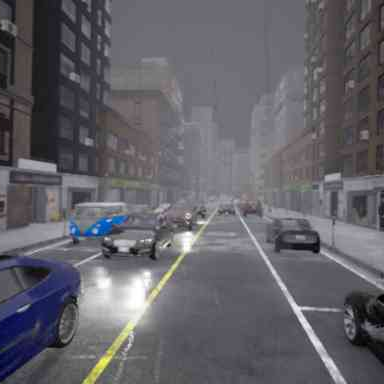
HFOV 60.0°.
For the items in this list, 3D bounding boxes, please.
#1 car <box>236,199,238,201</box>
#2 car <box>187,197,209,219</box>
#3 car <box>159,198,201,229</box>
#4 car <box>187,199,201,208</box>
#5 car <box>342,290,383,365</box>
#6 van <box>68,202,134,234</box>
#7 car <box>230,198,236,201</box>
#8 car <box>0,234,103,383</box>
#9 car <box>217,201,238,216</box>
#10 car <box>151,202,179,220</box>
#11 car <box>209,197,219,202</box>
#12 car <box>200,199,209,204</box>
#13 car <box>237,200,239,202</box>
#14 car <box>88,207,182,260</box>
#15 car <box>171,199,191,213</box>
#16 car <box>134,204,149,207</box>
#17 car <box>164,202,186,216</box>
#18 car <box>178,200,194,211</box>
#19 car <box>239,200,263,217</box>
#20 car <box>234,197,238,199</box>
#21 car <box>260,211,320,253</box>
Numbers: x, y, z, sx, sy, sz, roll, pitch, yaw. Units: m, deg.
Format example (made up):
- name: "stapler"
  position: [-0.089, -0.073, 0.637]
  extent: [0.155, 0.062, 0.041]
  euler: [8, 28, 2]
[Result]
- name: "car"
  position: [8.312, 2.164, 52.790]
  extent: [1.887, 1.381, 4.507]
  euler: [1, -1, 6]
- name: "car"
  position: [0.296, 1.488, 33.132]
  extent: [2.150, 2.045, 5.566]
  euler: [1, -1, 3]
- name: "car"
  position: [-0.820, 1.508, 22.756]
  extent: [2.097, 1.767, 4.553]
  euler: [1, 0, 6]
- name: "car"
  position: [0.411, 2.059, 59.151]
  extent: [1.887, 1.381, 4.507]
  euler: [1, -1, 6]
- name: "car"
  position: [3.132, 1.658, 3.594]
  extent: [1.947, 1.339, 4.313]
  euler: [1, 0, 6]
- name: "van"
  position: [-4.190, 1.368, 15.422]
  extent: [1.690, 1.788, 3.998]
  euler: [1, 0, 6]
- name: "car"
  position: [5.168, 2.043, 49.197]
  extent: [1.812, 1.442, 4.674]
  euler: [1, -1, 6]
- name: "car"
  position: [-2.840, 1.493, 3.684]
  extent: [1.812, 1.442, 4.674]
  euler: [1, 0, 8]
- name: "car"
  position: [3.987, 1.989, 37.979]
  extent: [1.895, 1.301, 4.718]
  euler: [1, 0, 6]
- name: "car"
  position: [-2.484, 1.721, 31.650]
  extent: [1.752, 1.417, 4.829]
  euler: [1, -1, 6]
- name: "car"
  position: [5.199, 1.938, 78.997]
  extent: [1.837, 1.490, 4.892]
  euler: [1, -1, 6]
- name: "car"
  position: [3.288, 2.431, 86.481]
  extent: [1.947, 1.339, 4.313]
  euler: [1, -1, 6]
- name: "car"
  position: [7.736, 2.105, 47.324]
  extent: [2.008, 1.369, 4.403]
  euler: [1, -1, 6]
- name: "car"
  position: [-1.880, 1.548, 12.806]
  extent: [2.128, 1.511, 4.902]
  euler: [1, 0, 6]
- name: "car"
  position: [-1.314, 1.759, 42.754]
  extent: [1.967, 1.590, 4.097]
  euler: [1, -1, 6]
- name: "car"
  position: [-3.616, 1.522, 20.888]
  extent: [1.967, 1.590, 4.097]
  euler: [1, 0, 6]
- name: "car"
  position: [-1.891, 1.839, 37.285]
  extent: [1.802, 1.307, 4.206]
  euler: [1, -1, 6]
- name: "car"
  position: [-0.757, 1.906, 48.049]
  extent: [1.752, 1.417, 4.829]
  euler: [1, -1, 6]
- name: "car"
  position: [6.589, 1.744, 36.394]
  extent: [2.192, 1.841, 5.009]
  euler: [1, -1, 6]
- name: "car"
  position: [9.464, 2.194, 63.724]
  extent: [1.967, 1.590, 4.097]
  euler: [1, -1, 6]
- name: "car"
  position: [4.284, 1.764, 14.526]
  extent: [1.947, 1.339, 4.313]
  euler: [1, 0, 6]
